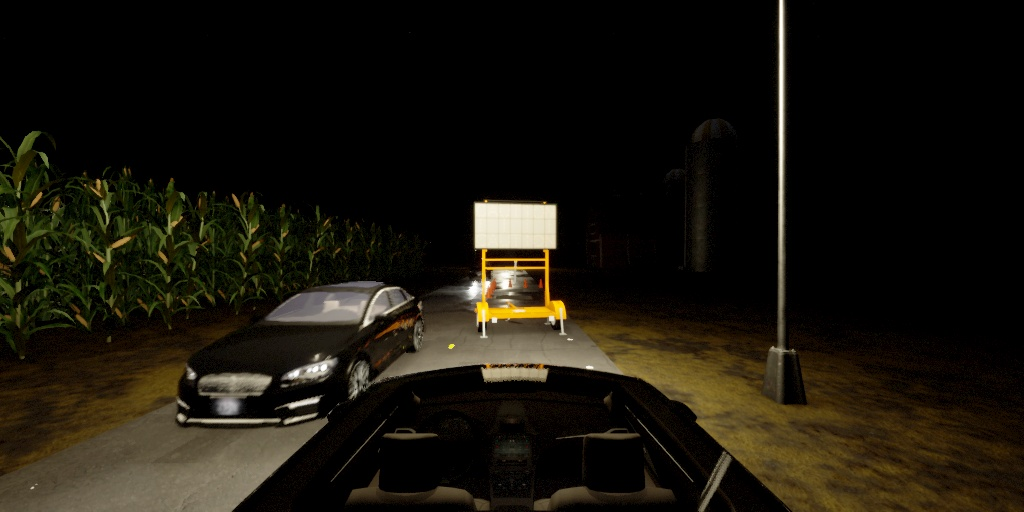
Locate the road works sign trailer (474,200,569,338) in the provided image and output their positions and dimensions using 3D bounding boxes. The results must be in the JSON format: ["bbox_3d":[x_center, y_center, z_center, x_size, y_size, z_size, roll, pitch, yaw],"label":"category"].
[{"bbox_3d":[0.079,0.219,10.310,2.380,3.560,2.880,0,0,-9],"label":"road works sign trailer"}]

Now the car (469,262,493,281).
[{"bbox_3d":[-2.681,1.316,31.661,2.128,1.511,4.902,0,0,0],"label":"car"}]

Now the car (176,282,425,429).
[{"bbox_3d":[-2.834,1.242,6.037,2.128,1.511,4.902,0,0,0],"label":"car"}]
